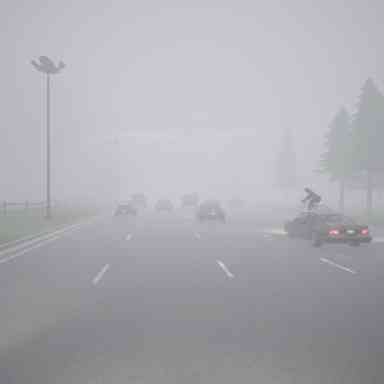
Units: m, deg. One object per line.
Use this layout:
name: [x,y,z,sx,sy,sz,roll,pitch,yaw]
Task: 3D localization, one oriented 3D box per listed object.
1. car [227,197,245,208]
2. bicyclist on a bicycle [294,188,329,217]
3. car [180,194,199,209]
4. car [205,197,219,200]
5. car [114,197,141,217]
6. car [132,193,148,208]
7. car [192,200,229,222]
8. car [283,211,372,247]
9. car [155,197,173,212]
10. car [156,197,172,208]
car: [6.390,1.505,48.686,1.837,1.490,4.892,0,0,-5]
bicyclist on a bicycle: [5.985,0.569,16.737,1.656,1.620,0.582,-4,-19,20]
car: [-0.328,1.222,45.230,2.150,2.045,5.566,0,0,-5]
car: [2.958,1.477,47.804,1.882,1.535,5.008,0,0,-5]
car: [-6.122,1.525,31.355,1.812,1.442,4.674,0,0,-5]
car: [-7.599,1.213,47.886,2.150,2.045,5.566,0,-1,-4]
car: [1.348,1.563,26.325,1.994,1.385,4.181,0,0,-5]
car: [5.813,1.555,15.001,2.033,1.411,5.357,-1,0,-3]
car: [-3.203,1.601,38.048,1.895,1.301,4.718,0,0,-5]
car: [-4.099,1.491,48.103,2.128,1.511,4.902,0,0,-6]
